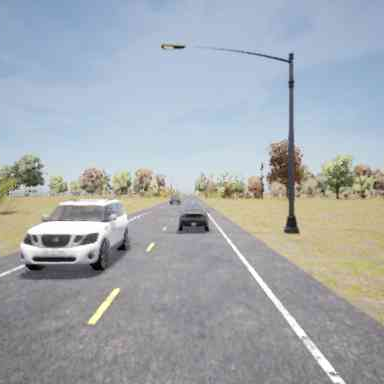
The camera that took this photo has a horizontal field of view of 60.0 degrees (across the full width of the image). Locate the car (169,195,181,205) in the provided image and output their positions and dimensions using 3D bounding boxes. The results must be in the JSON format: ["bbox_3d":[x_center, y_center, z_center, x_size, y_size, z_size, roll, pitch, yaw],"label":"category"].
[{"bbox_3d":[-3.467,1.547,68.648,2.150,2.045,5.566,0,0,0],"label":"car"}]

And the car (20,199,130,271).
[{"bbox_3d":[-3.596,1.277,11.413,2.150,2.045,5.566,0,0,0],"label":"car"}]

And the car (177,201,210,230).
[{"bbox_3d":[0.109,1.612,21.793,1.837,1.490,4.892,0,0,0],"label":"car"}]
